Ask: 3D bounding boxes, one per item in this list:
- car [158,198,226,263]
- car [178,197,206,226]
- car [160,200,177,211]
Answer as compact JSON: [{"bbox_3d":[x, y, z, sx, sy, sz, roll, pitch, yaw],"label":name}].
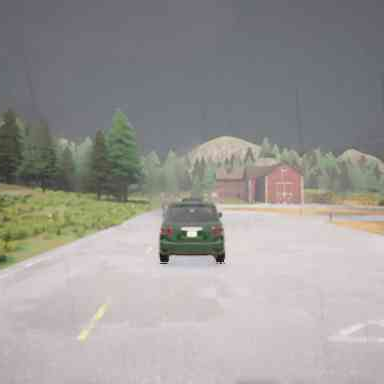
[{"bbox_3d":[0.013,1.349,12.568,2.150,2.045,5.566,0,0,0],"label":"car"},{"bbox_3d":[0.012,1.495,27.587,2.150,2.045,5.566,0,0,0],"label":"car"},{"bbox_3d":[-3.513,1.985,50.297,2.128,1.511,4.902,0,-1,0],"label":"car"}]
